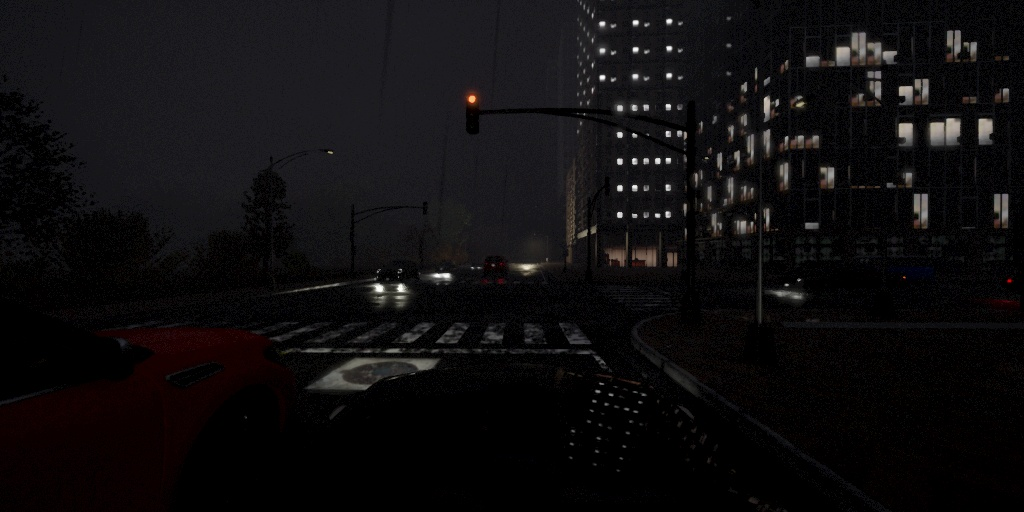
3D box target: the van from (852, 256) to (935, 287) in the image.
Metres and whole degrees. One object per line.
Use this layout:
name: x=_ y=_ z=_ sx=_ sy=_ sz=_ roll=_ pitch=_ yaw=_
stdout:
van: x=22.115 y=0.856 z=21.096 sx=3.998 sy=1.789 sz=1.690 roll=0 pitch=0 yaw=4

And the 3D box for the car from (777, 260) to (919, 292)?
car: x=17.157 y=1.112 z=18.722 sx=5.357 sy=1.411 sz=2.033 roll=0 pitch=0 yaw=4

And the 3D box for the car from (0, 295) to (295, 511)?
car: x=-3.118 y=0.972 z=1.000 sx=2.150 sy=2.045 sz=5.566 roll=0 pitch=0 yaw=0

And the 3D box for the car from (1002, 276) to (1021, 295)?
car: x=24.250 y=1.119 z=15.042 sx=4.718 sy=1.301 sz=1.895 roll=0 pitch=0 yaw=4

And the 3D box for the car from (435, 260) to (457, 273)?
car: x=-7.913 y=1.235 z=43.360 sx=2.128 sy=1.511 sz=4.902 roll=0 pitch=0 yaw=4

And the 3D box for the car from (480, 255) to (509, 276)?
car: x=-1.604 y=0.966 z=36.801 sx=2.150 sy=2.045 sz=5.566 roll=0 pitch=0 yaw=4

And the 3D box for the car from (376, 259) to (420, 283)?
car: x=-8.852 y=1.096 z=28.085 sx=2.097 sy=1.767 sz=4.553 roll=0 pitch=0 yaw=4
